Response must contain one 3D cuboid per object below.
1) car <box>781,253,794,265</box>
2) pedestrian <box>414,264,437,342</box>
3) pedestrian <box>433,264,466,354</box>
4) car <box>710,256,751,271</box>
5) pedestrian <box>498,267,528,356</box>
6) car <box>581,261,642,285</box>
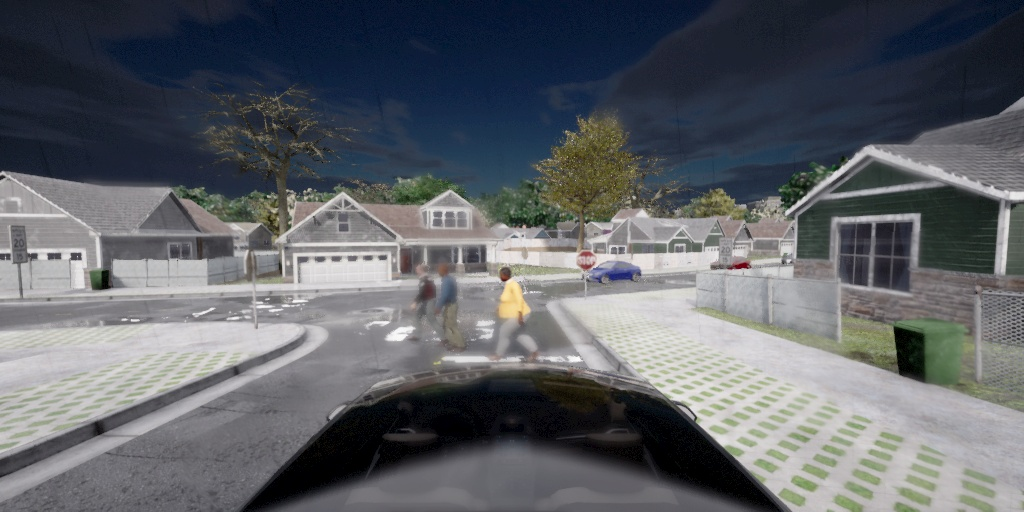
[{"bbox_3d":[35.029,0.366,44.364,4.902,1.511,2.128,-2,4,-38],"label":"car"},{"bbox_3d":[-1.832,1.039,7.786,0.375,1.860,0.375,-3,3,0],"label":"pedestrian"},{"bbox_3d":[-1.260,1.039,7.252,0.375,1.860,0.375,-3,3,0],"label":"pedestrian"},{"bbox_3d":[20.112,0.766,32.952,5.008,1.535,1.882,-1,4,-36],"label":"car"},{"bbox_3d":[0.000,1.039,6.588,0.375,1.860,0.375,-3,3,0],"label":"pedestrian"},{"bbox_3d":[6.900,1.071,24.592,4.674,1.442,1.812,-1,3,-30],"label":"car"}]
